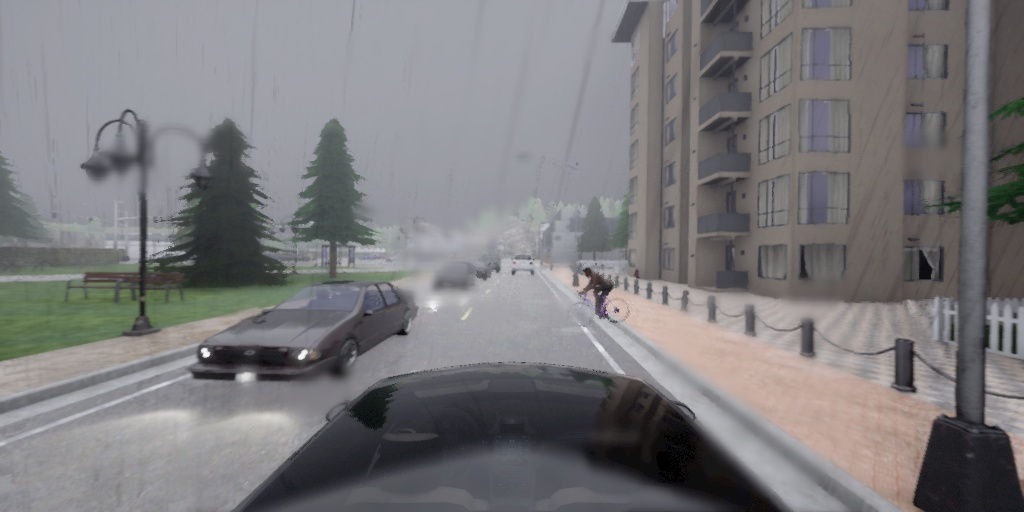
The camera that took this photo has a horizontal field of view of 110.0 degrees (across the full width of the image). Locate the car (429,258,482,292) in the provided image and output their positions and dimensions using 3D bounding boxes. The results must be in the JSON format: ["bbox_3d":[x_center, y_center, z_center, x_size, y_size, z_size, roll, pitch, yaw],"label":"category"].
[{"bbox_3d":[-3.053,1.111,19.950,1.837,1.490,4.892,1,1,2],"label":"car"}]

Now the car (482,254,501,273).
[{"bbox_3d":[-2.352,0.772,39.156,2.150,2.045,5.566,1,0,2],"label":"car"}]

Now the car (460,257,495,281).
[{"bbox_3d":[-2.705,1.084,27.996,1.882,1.535,5.008,1,0,2],"label":"car"}]

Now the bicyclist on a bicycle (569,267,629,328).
[{"bbox_3d":[2.327,1.107,9.830,1.656,1.620,0.582,-8,0,2],"label":"bicyclist on a bicycle"}]

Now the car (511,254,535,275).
[{"bbox_3d":[1.101,0.796,35.714,2.150,2.045,5.566,1,0,2],"label":"car"}]

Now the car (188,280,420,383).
[{"bbox_3d":[-3.450,1.222,7.434,2.033,1.411,5.357,1,0,2],"label":"car"}]
